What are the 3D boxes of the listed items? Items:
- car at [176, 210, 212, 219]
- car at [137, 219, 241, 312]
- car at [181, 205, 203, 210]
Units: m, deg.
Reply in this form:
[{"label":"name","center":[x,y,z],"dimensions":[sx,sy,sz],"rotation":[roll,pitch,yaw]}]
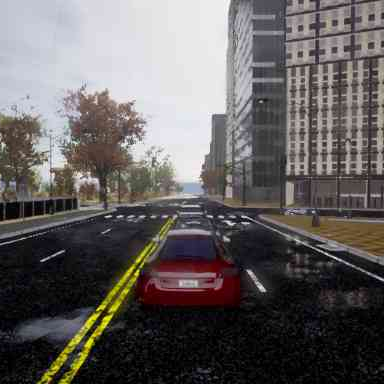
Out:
[{"label":"car","center":[0.074,1.597,13.043],"dimensions":[1.895,1.301,4.718],"rotation":[0,0,0]},{"label":"car","center":[-0.023,1.561,7.795],"dimensions":[1.994,1.385,4.181],"rotation":[0,0,1]},{"label":"car","center":[-0.008,1.544,21.283],"dimensions":[2.033,1.411,5.357],"rotation":[0,0,0]}]
